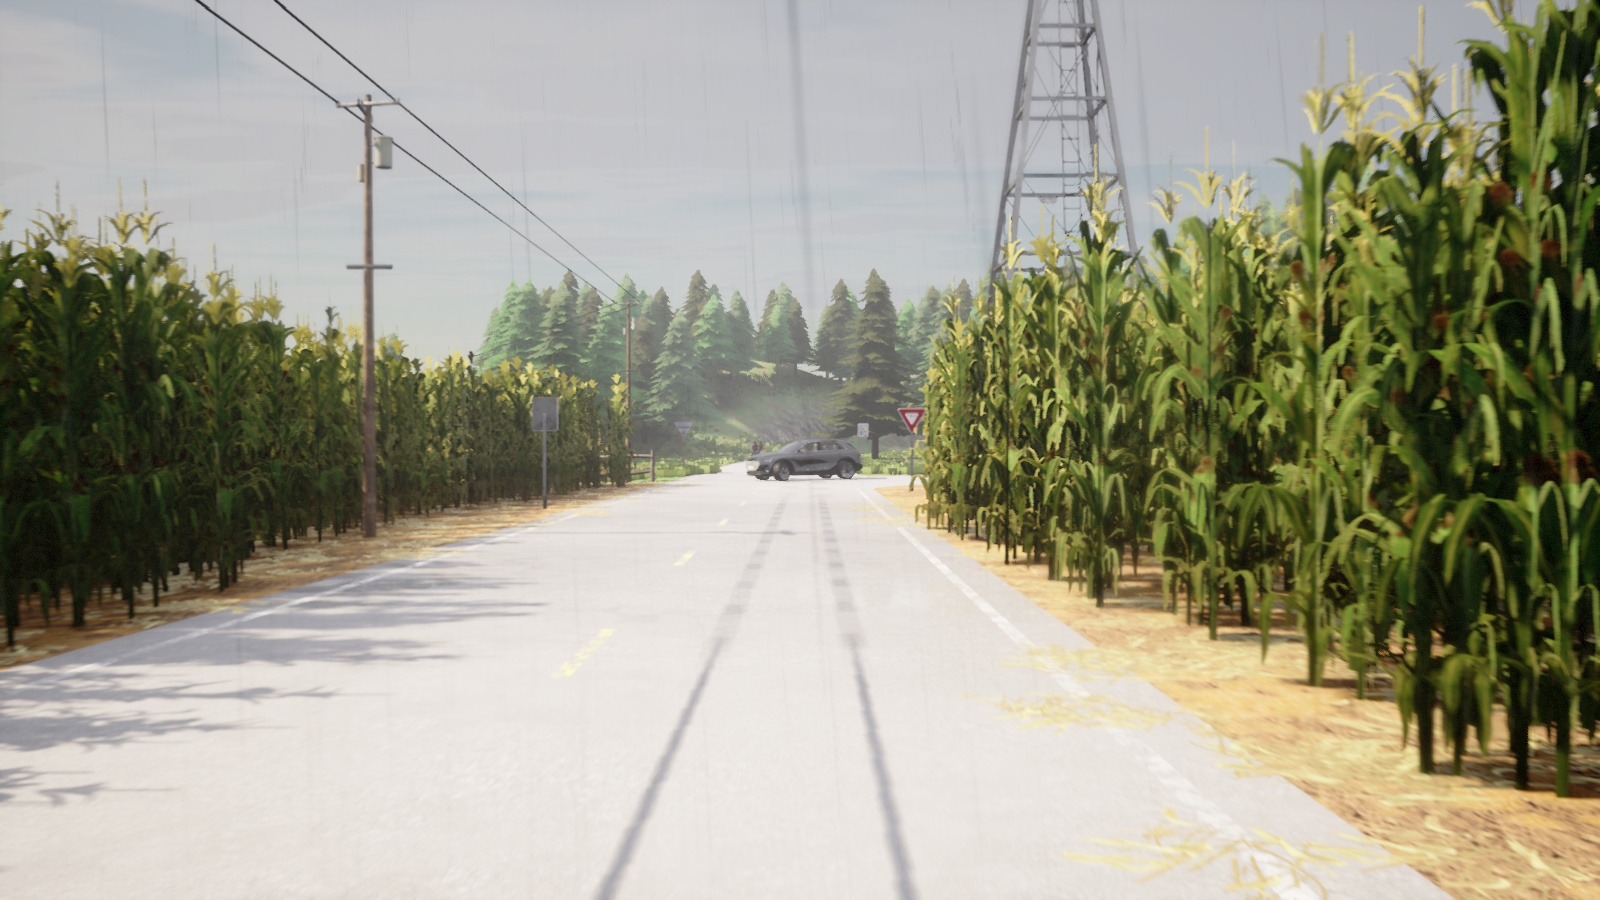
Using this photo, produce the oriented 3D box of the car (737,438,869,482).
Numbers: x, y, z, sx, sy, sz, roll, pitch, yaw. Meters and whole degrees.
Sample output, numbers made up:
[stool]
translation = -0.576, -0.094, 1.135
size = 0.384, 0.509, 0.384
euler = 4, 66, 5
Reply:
[car]
translation = 0.143, 0.376, 49.781
size = 4.856, 1.649, 2.033
euler = -1, 0, -30
